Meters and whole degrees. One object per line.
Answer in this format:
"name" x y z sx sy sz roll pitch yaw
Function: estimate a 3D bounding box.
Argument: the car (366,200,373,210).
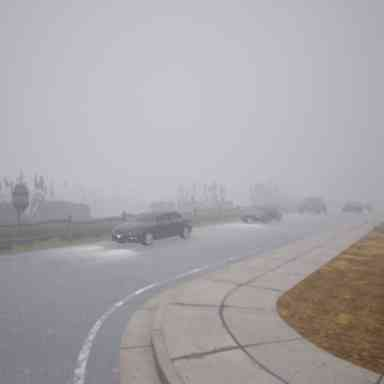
"car" 26.209 1.943 50.706 1.812 1.442 4.674 -1 -1 34

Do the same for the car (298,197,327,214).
"car" 14.767 1.589 40.529 2.150 2.045 5.566 -1 -1 35

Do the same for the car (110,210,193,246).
"car" -1.832 1.679 16.525 1.837 1.490 4.892 -1 0 35

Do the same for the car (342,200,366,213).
"car" 20.395 1.877 42.256 1.812 1.442 4.674 -1 -1 35

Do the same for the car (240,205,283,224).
"car" 5.925 1.813 27.775 2.033 1.411 5.357 -1 -1 35
